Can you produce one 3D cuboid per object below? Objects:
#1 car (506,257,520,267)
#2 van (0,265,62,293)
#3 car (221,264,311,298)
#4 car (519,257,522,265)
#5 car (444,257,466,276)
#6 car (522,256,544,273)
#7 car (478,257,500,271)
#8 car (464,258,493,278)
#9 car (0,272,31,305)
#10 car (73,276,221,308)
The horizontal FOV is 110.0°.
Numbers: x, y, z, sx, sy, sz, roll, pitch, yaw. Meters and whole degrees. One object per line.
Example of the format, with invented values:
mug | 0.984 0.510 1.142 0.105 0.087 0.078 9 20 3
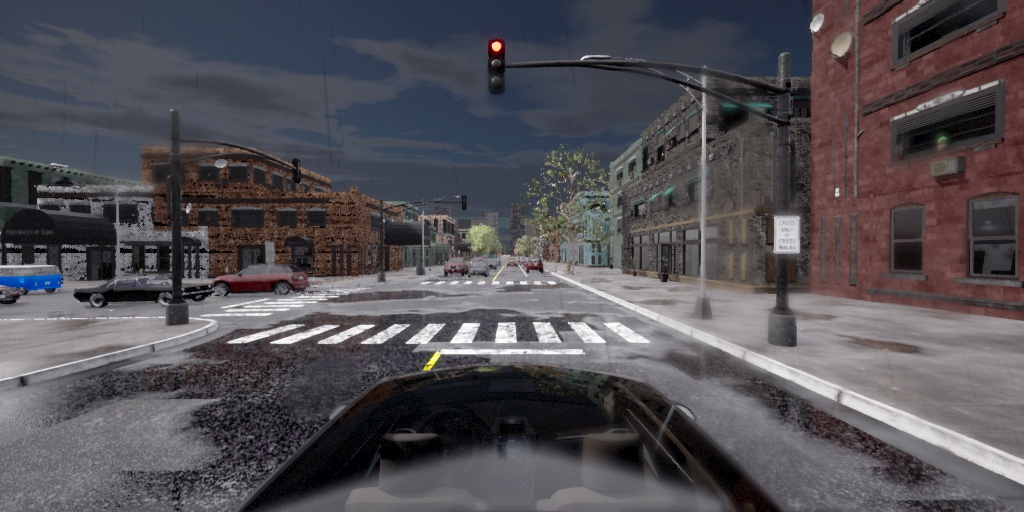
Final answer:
car | 0.054 1.261 64.346 1.812 1.442 4.674 0 0 0
van | -30.312 1.458 21.972 3.998 1.789 1.690 0 0 -1
car | -13.764 1.257 19.662 4.553 1.767 2.097 -1 0 -5
car | 2.650 1.287 59.491 2.007 1.370 4.403 0 0 0
car | -5.713 1.057 37.309 2.192 1.841 5.009 0 0 0
car | 2.663 1.055 42.860 2.192 1.841 5.009 0 0 0
car | -3.132 1.091 49.778 2.097 1.767 4.553 0 0 0
car | -3.125 1.243 34.262 1.837 1.490 4.892 0 1 0
car | -25.523 1.629 16.237 4.674 1.442 1.812 -1 1 -1
car | -16.547 1.577 16.351 4.718 1.301 1.895 -1 1 -1
